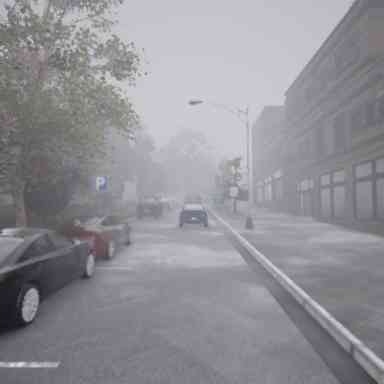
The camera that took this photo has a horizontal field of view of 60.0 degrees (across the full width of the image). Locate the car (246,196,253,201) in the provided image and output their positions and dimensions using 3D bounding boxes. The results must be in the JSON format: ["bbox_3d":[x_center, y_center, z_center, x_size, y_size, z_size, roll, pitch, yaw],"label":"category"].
[{"bbox_3d":[14.507,1.854,86.788,5.008,1.535,2.097,1,-4,-40],"label":"car"}]

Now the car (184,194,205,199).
[{"bbox_3d":[0.131,1.242,42.088,2.150,2.045,5.566,0,0,0],"label":"car"}]

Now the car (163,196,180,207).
[{"bbox_3d":[-3.151,1.482,52.254,2.097,1.535,5.008,0,0,2],"label":"car"}]

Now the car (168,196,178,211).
[{"bbox_3d":[-3.395,1.522,40.843,2.231,1.521,4.892,0,0,2],"label":"car"}]

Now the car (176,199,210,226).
[{"bbox_3d":[0.107,1.537,23.714,1.882,1.535,5.008,0,0,0],"label":"car"}]

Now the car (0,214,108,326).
[{"bbox_3d":[-3.643,1.501,7.179,2.097,1.535,5.008,0,0,2],"label":"car"}]

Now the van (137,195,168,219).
[{"bbox_3d":[-3.621,1.311,29.590,1.878,1.987,4.442,1,0,2],"label":"van"}]

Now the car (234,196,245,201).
[{"bbox_3d":[10.396,1.752,82.994,2.231,1.521,4.892,-4,-3,42],"label":"car"}]

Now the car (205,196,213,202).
[{"bbox_3d":[3.427,1.588,73.802,2.231,1.521,4.892,-2,-1,29],"label":"car"}]

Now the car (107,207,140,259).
[{"bbox_3d":[-3.645,1.547,12.786,2.163,1.488,4.792,0,0,2],"label":"car"}]

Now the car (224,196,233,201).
[{"bbox_3d":[6.866,1.655,78.547,2.097,1.535,5.008,-3,-4,36],"label":"car"}]
